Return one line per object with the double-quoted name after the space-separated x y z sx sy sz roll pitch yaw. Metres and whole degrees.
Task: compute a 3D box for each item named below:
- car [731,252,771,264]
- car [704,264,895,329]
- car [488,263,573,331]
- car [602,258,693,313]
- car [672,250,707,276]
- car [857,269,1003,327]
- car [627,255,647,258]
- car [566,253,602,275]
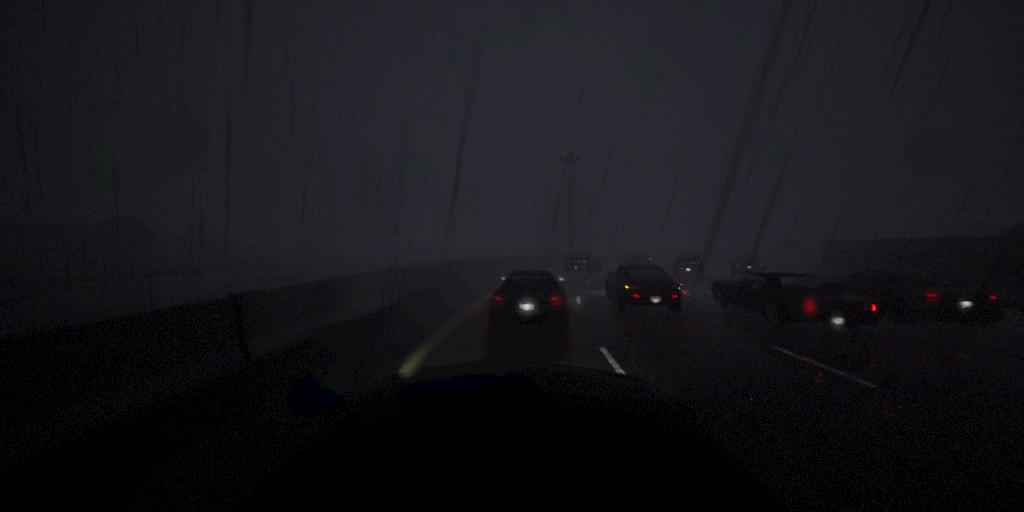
16.402 0.644 24.962 1.994 1.385 4.181 1 2 31 "car"
7.578 1.105 10.256 1.895 1.301 4.718 0 2 6 "car"
0.562 1.071 10.176 1.994 1.385 4.181 0 2 6 "car"
4.360 0.971 12.315 1.812 1.442 4.674 0 2 8 "car"
12.650 0.569 25.507 1.837 1.490 4.892 0 2 29 "car"
11.151 1.059 10.590 1.994 1.385 4.181 0 2 7 "car"
9.289 0.597 26.599 1.994 1.385 4.181 1 2 28 "car"
5.450 0.519 26.787 2.128 1.511 4.902 1 2 26 "car"
